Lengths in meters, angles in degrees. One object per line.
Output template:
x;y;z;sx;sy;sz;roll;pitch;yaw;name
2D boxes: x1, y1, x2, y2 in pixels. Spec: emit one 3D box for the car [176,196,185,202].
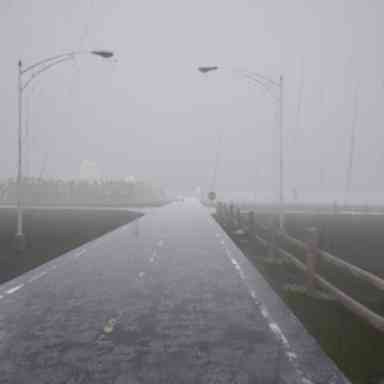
-2.762;1.641;77.202;1.812;1.442;4.674;0;0;0;car
